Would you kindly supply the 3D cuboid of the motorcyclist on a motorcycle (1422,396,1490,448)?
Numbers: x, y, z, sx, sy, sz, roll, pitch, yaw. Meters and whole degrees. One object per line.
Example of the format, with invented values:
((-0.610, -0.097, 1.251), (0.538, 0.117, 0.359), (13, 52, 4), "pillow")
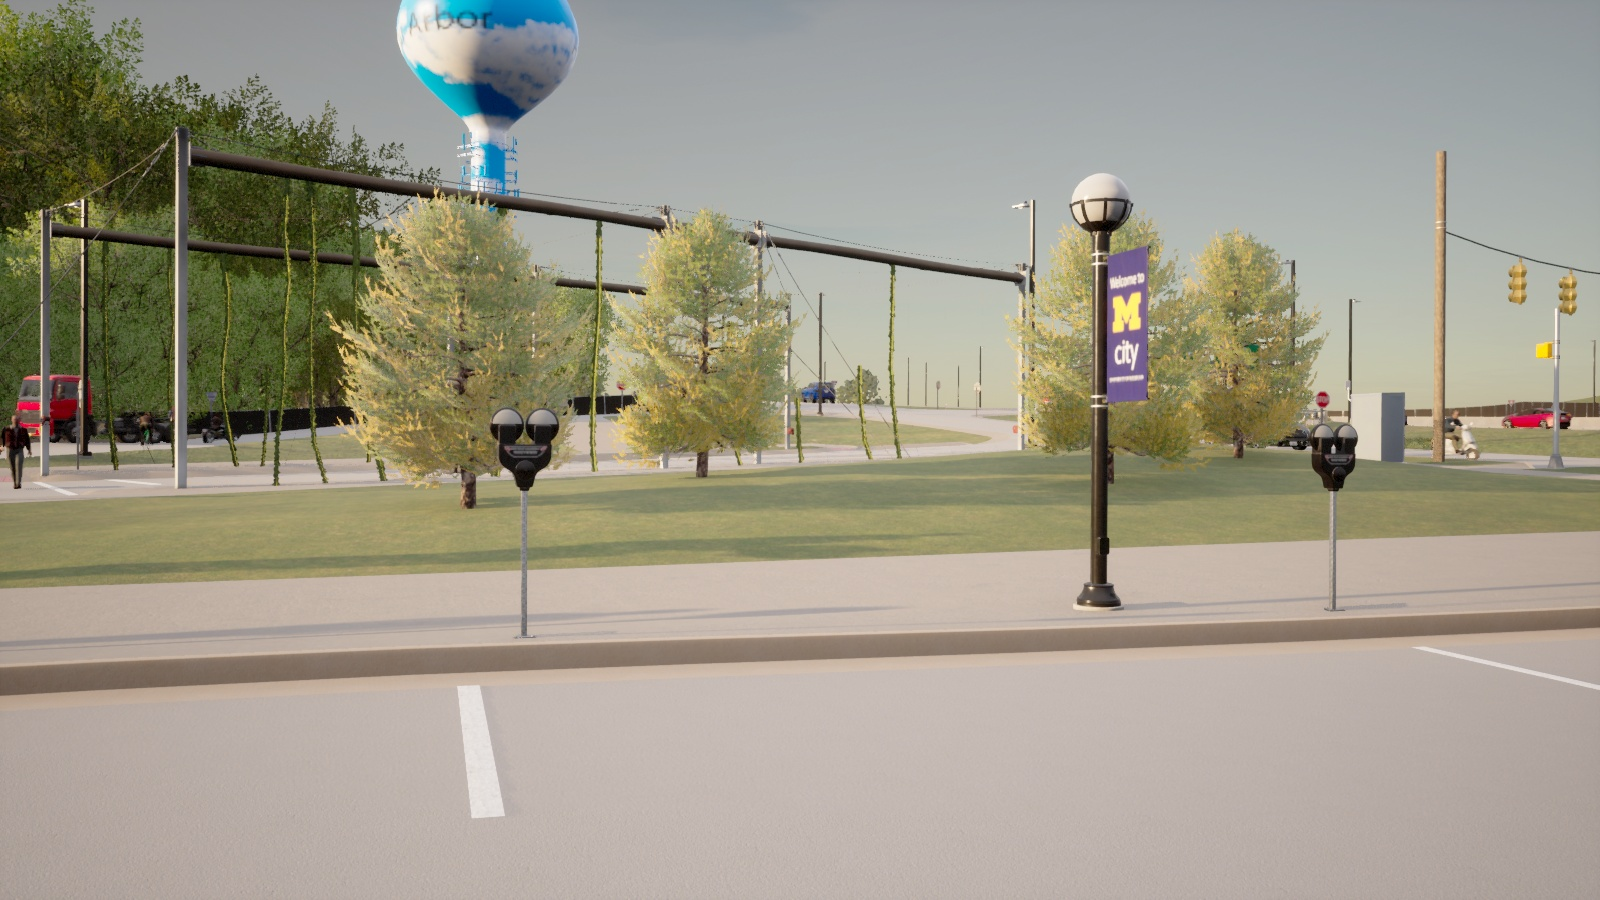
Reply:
((20.681, -0.900, 39.632), (0.866, 1.590, 1.817), (-1, 2, -18), "motorcyclist on a motorcycle")

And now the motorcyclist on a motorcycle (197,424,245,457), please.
((-30.186, -0.499, 65.504), (0.766, 1.649, 2.350), (0, 2, 19), "motorcyclist on a motorcycle")

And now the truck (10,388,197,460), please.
((-35.316, -1.288, 64.062), (2.891, 3.462, 7.936), (0, 1, 30), "truck")

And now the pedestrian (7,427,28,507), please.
((-18.379, 0.388, 29.496), (0.376, 1.854, 0.720), (-1, 0, -31), "pedestrian")

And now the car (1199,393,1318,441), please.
((17.805, -1.287, 48.999), (2.097, 1.767, 4.553), (-1, 2, -15), "car")

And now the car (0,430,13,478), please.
((-29.145, 0.233, 42.272), (1.851, 1.617, 3.988), (0, 3, 37), "car")
